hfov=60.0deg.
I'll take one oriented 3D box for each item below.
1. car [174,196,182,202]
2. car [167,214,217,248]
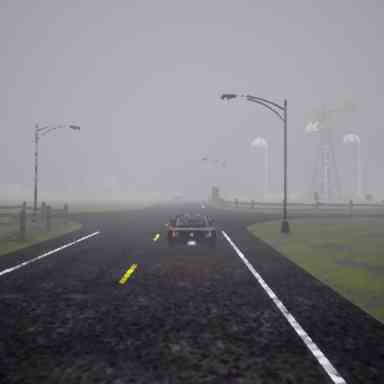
[{"bbox_3d":[-3.500,1.698,82.883,1.994,1.385,4.181,0,0,0],"label":"car"},{"bbox_3d":[0.000,1.626,14.681,1.895,1.301,4.718,0,0,0],"label":"car"}]
